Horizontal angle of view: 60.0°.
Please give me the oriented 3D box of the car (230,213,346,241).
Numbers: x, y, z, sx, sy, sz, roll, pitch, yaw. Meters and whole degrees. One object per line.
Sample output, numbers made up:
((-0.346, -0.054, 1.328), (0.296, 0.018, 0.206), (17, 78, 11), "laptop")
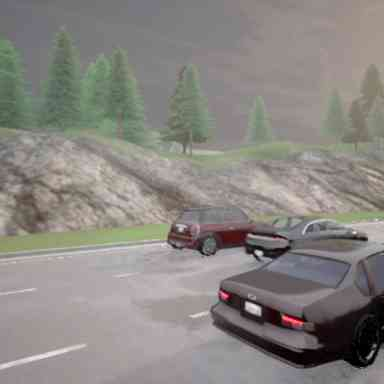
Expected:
((3.868, 1.521, 10.799), (4.902, 1.511, 2.128), (0, 0, -35), "car")

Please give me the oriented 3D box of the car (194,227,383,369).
((2.834, 1.565, 5.766), (5.357, 1.411, 2.033), (0, 0, -35), "car")

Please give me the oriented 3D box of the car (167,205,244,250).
((1.329, 1.380, 13.289), (4.553, 1.767, 2.097), (0, 0, -35), "car")
